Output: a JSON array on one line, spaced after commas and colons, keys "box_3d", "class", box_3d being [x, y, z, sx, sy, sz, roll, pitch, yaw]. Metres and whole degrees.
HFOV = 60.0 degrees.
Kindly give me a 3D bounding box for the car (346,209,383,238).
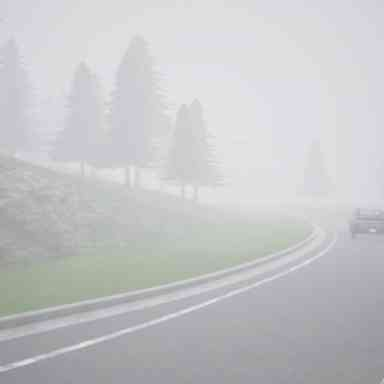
[{"box_3d": [9.651, 1.661, 18.224, 2.128, 1.511, 4.902, 0, 0, 23], "class": "car"}]
